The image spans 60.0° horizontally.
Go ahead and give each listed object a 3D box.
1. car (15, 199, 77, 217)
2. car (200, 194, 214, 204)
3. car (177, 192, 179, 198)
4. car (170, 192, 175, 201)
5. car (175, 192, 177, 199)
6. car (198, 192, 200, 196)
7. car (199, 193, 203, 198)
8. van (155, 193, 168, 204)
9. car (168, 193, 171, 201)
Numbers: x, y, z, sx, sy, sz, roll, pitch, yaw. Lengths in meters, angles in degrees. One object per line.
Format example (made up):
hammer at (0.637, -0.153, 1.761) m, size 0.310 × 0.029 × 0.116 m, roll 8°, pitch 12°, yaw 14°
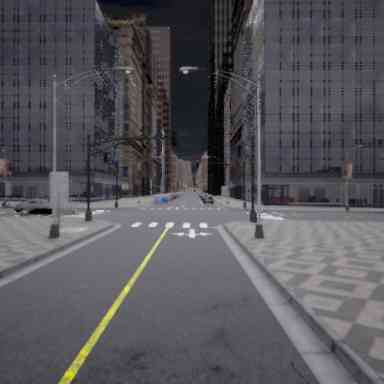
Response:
car at (-12.200, 1.343, 27.924) m, size 4.902 × 1.511 × 2.128 m, roll 2°, pitch 0°, yaw 0°
car at (2.897, 1.449, 58.377) m, size 1.947 × 1.339 × 4.313 m, roll 0°, pitch 0°, yaw 0°
car at (-5.398, 1.076, 92.325) m, size 2.192 × 1.841 × 5.009 m, roll 0°, pitch 0°, yaw 0°
car at (-5.513, 1.268, 75.380) m, size 1.967 × 1.590 × 4.097 m, roll 0°, pitch 0°, yaw 0°
car at (-5.474, 1.122, 81.028) m, size 2.192 × 1.841 × 5.009 m, roll 0°, pitch 0°, yaw 0°
car at (3.088, 1.329, 86.622) m, size 1.887 × 1.381 × 4.507 m, roll 0°, pitch 0°, yaw 0°
car at (3.011, 1.410, 75.325) m, size 1.802 × 1.307 × 4.206 m, roll 0°, pitch 0°, yaw 0°
van at (-5.627, 1.224, 58.433) m, size 1.690 × 1.788 × 3.998 m, roll 0°, pitch 0°, yaw 0°
car at (-5.590, 1.448, 64.083) m, size 1.802 × 1.307 × 4.206 m, roll 0°, pitch 0°, yaw 0°
